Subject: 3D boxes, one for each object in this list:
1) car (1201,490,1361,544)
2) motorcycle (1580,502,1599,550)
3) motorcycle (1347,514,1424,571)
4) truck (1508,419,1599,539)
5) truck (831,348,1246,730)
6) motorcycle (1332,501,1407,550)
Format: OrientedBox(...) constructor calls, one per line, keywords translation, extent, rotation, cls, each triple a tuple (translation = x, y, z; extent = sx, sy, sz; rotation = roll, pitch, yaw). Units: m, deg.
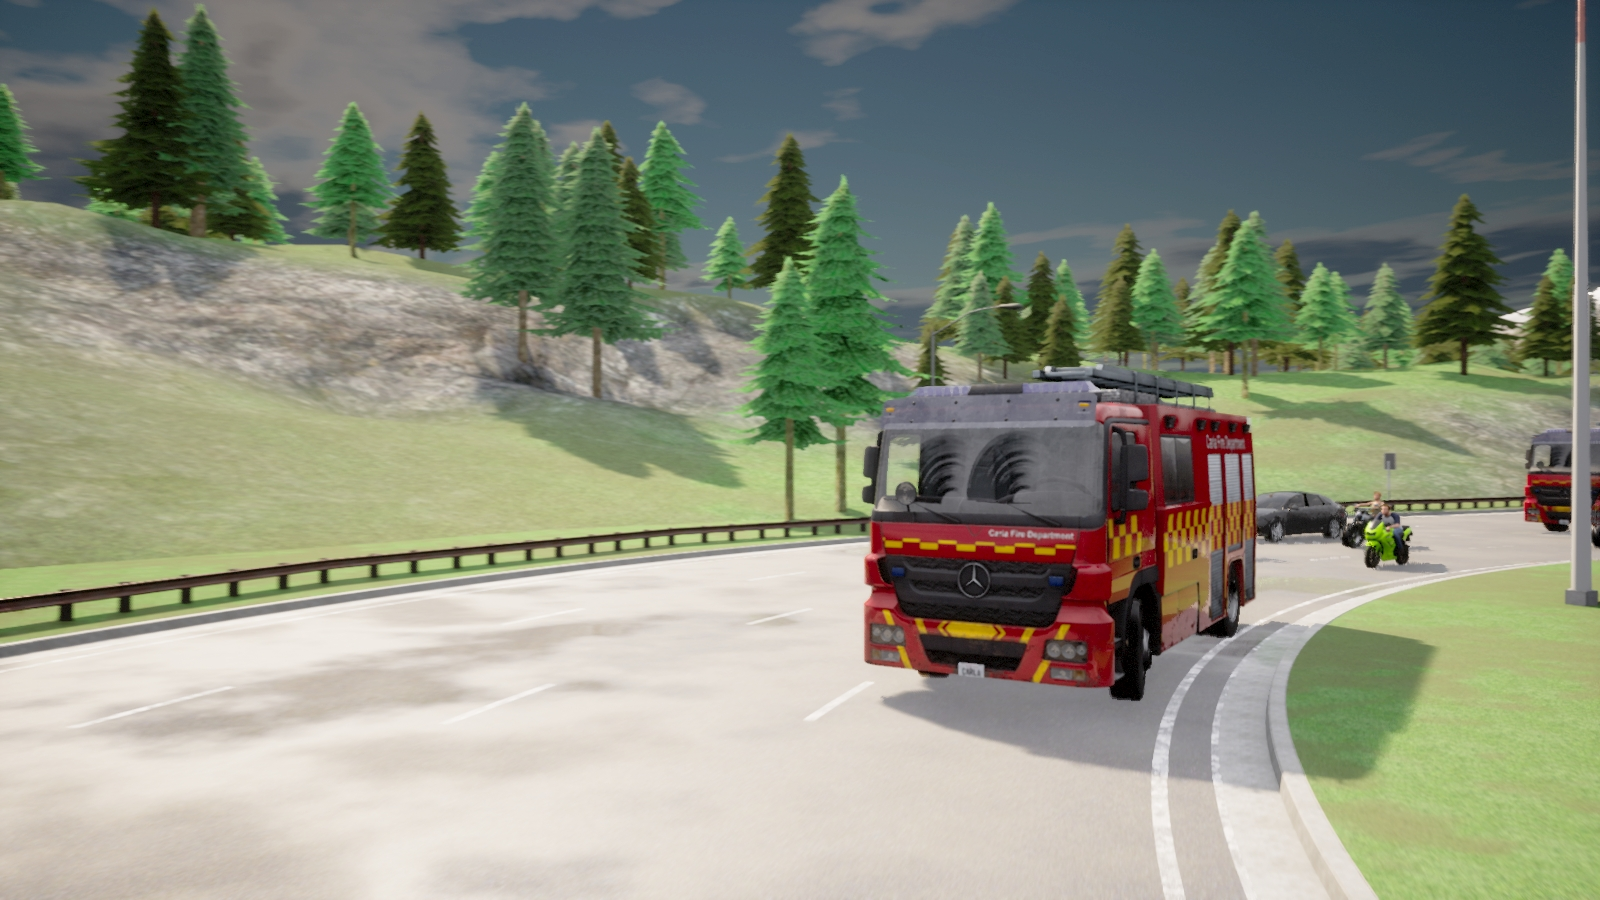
OrientedBox(translation=(15.313, 2.087, 36.337), extent=(4.892, 1.480, 2.231), rotation=(0, 0, -31), cls="car")
OrientedBox(translation=(23.702, 2.183, 33.094), extent=(2.356, 1.307, 0.764), rotation=(0, 0, -26), cls="motorcycle")
OrientedBox(translation=(14.109, 2.207, 27.506), extent=(2.033, 1.199, 0.803), rotation=(0, 1, -36), cls="motorcycle")
OrientedBox(translation=(28.706, 0.924, 39.739), extent=(8.468, 3.827, 2.891), rotation=(0, 0, -26), cls="truck")
OrientedBox(translation=(3.816, 0.901, 15.801), extent=(2.891, 3.827, 8.468), rotation=(0, 0, 32), cls="truck")
OrientedBox(translation=(16.602, 2.180, 33.292), extent=(2.356, 1.307, 0.764), rotation=(0, 0, -29), cls="motorcycle")
